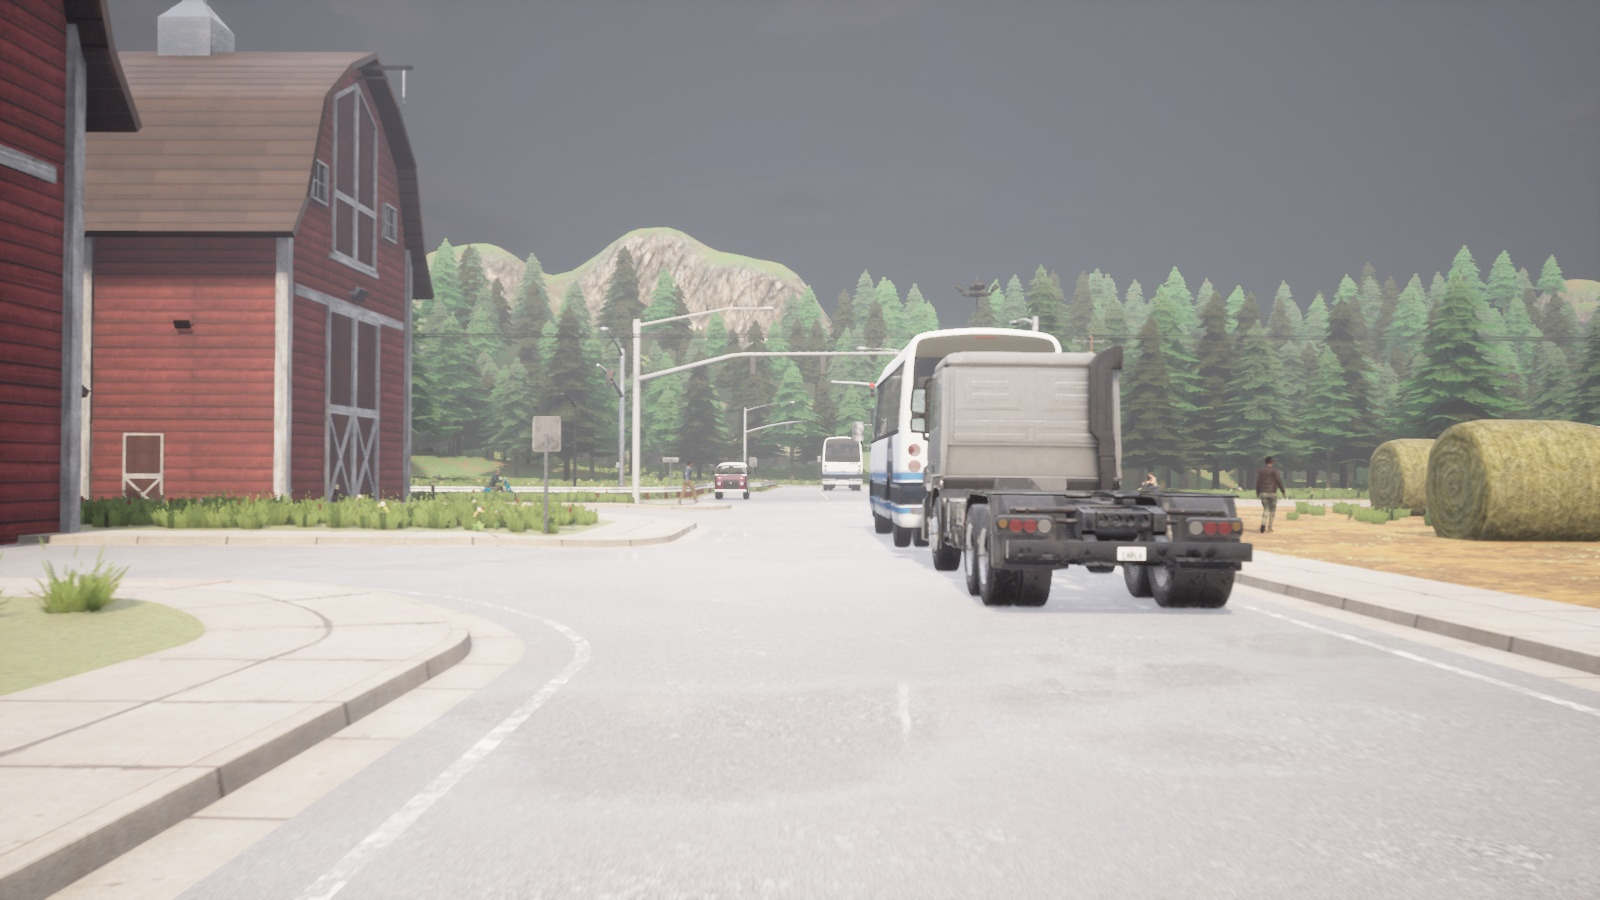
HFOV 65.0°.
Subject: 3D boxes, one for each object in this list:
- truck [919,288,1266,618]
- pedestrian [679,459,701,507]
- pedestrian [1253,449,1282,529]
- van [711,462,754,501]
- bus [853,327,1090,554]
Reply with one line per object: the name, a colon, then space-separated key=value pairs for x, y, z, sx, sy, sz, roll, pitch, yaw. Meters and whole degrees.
truck: x=3.459 y=0.091 z=17.201 sx=2.891 sy=3.462 sz=7.936 roll=0 pitch=-1 yaw=0
pedestrian: x=-4.459 y=1.340 z=51.060 sx=0.788 sy=1.949 sz=0.423 roll=0 pitch=-1 yaw=-33
pedestrian: x=10.902 y=0.909 z=29.264 sx=0.431 sy=1.840 sz=0.703 roll=-1 pitch=-1 yaw=36
van: x=-3.686 y=1.710 z=69.009 sx=2.069 sy=2.038 sz=4.480 roll=0 pitch=-1 yaw=0
bus: x=3.425 y=-0.096 z=28.668 sx=3.944 sy=4.253 sz=10.273 roll=0 pitch=-1 yaw=0
